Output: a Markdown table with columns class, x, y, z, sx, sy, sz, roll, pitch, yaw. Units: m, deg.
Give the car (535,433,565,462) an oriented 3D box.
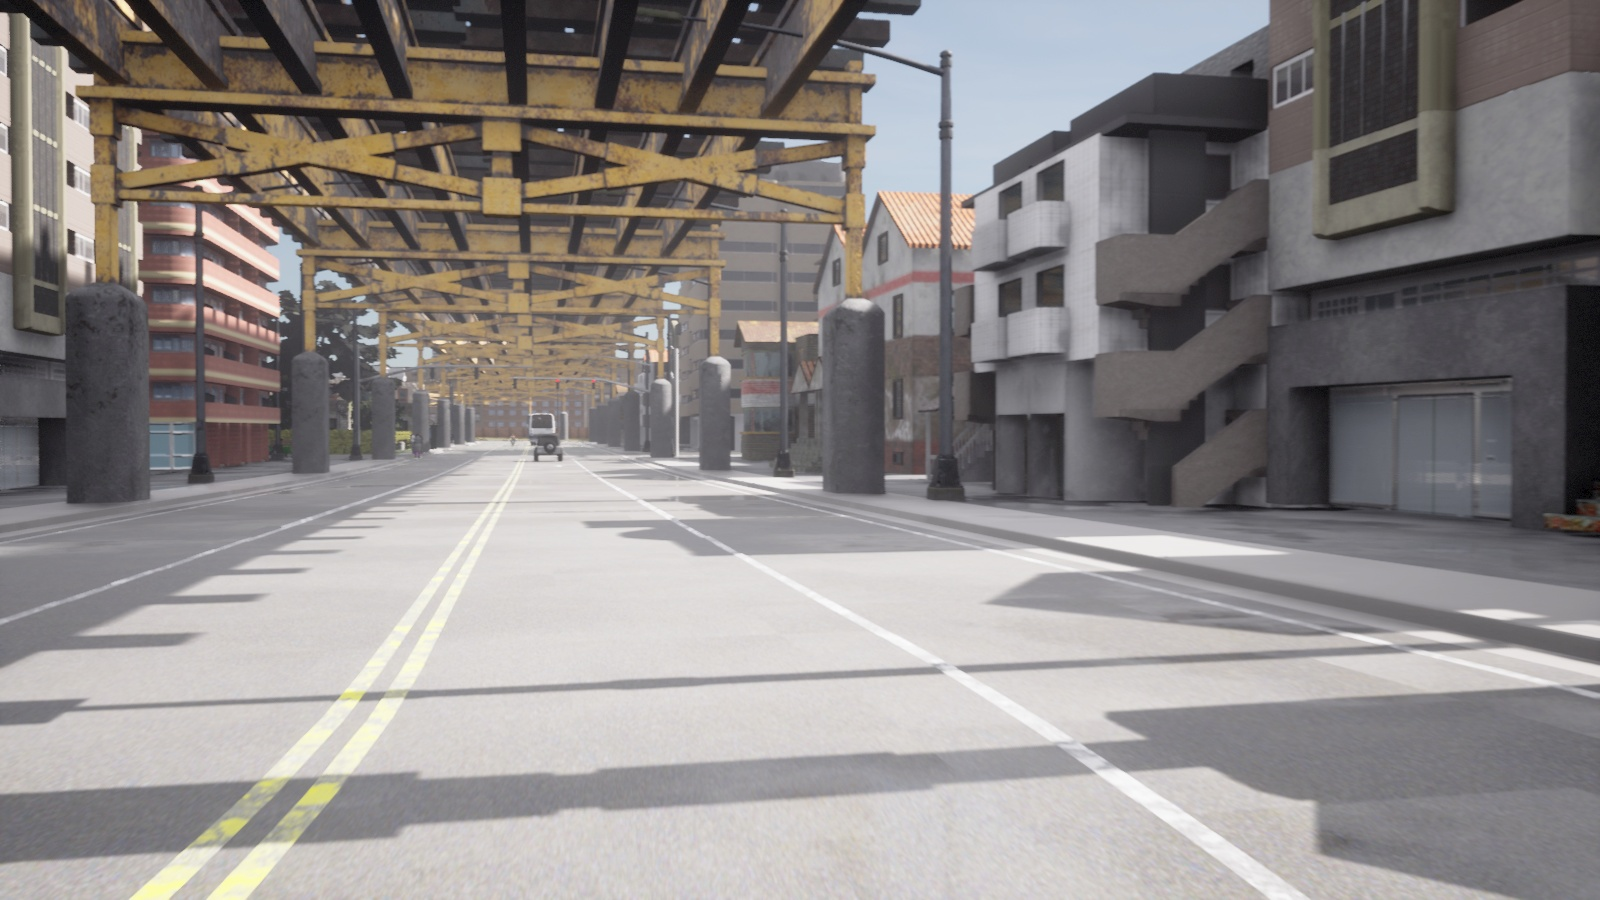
| class | x | y | z | sx | sy | sz | roll | pitch | yaw |
| --- | --- | --- | --- | --- | --- | --- | --- | --- | --- |
| car | -16.703 | -0.220 | 83.931 | 1.905 | 1.878 | 3.866 | 0 | 1 | -12 |
